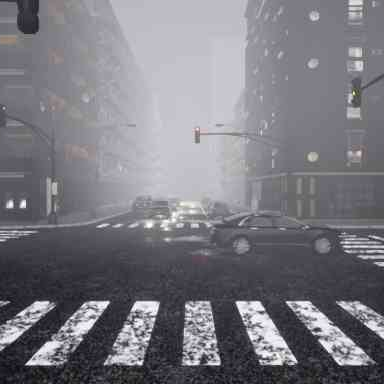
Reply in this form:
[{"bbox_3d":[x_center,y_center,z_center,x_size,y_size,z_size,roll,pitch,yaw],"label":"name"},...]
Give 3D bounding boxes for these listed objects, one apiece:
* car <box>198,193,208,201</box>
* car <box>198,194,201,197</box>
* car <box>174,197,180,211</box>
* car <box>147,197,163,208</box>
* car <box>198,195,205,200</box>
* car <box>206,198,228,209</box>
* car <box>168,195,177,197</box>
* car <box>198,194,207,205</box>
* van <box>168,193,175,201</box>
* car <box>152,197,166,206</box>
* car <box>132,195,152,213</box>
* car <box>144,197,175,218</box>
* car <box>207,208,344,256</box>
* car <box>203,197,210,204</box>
[{"bbox_3d":[2.567,1.282,81.317,2.192,1.841,5.009,-1,0,0],"label":"car"},{"bbox_3d":[2.570,1.552,75.778,1.802,1.307,4.206,-1,0,0],"label":"car"},{"bbox_3d":[-2.831,1.588,40.297,1.895,1.301,4.718,0,0,0],"label":"car"},{"bbox_3d":[-5.317,1.509,47.968,1.752,1.417,4.829,-1,0,0],"label":"car"},{"bbox_3d":[2.573,1.541,92.395,1.802,1.307,4.206,-1,0,0],"label":"car"},{"bbox_3d":[2.561,1.573,31.464,1.802,1.307,4.206,-1,0,0],"label":"car"},{"bbox_3d":[-2.764,1.530,50.948,2.033,1.411,5.357,0,0,1],"label":"car"},{"bbox_3d":[2.566,1.524,59.160,1.887,1.381,4.507,-1,0,0],"label":"car"},{"bbox_3d":[-5.311,1.304,86.899,1.690,1.788,3.998,-1,0,0],"label":"van"},{"bbox_3d":[-5.315,1.564,53.676,1.802,1.307,4.206,-1,0,0],"label":"car"},{"bbox_3d":[-5.322,1.304,37.064,2.192,1.841,5.009,-1,0,0],"label":"car"},{"bbox_3d":[-2.836,1.496,30.197,1.837,1.490,4.892,0,0,0],"label":"car"},{"bbox_3d":[3.111,1.501,12.529,4.892,1.490,1.837,0,0,0],"label":"car"},{"bbox_3d":[2.562,1.539,37.003,2.008,1.369,4.403,-1,0,0],"label":"car"}]
